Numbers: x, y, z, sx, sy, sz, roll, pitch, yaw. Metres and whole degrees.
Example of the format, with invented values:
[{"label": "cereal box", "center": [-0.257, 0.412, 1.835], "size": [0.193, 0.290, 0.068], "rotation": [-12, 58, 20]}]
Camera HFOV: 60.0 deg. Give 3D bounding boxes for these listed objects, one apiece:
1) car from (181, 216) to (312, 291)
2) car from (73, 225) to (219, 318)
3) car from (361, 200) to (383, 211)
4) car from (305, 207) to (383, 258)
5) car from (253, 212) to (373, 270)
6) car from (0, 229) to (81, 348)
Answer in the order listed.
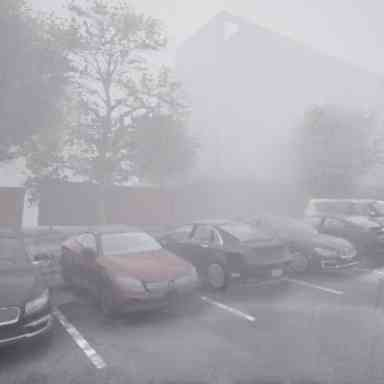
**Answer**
[{"label": "car", "center": [0.481, 1.518, 9.303], "size": [2.231, 1.521, 4.892], "rotation": [1, 0, -36]}, {"label": "car", "center": [-1.698, 1.539, 7.760], "size": [2.002, 1.452, 4.674], "rotation": [0, 0, -35]}, {"label": "car", "center": [11.831, 1.489, 17.446], "size": [2.185, 1.767, 4.553], "rotation": [0, 0, -36]}, {"label": "car", "center": [5.130, 1.557, 12.620], "size": [2.097, 1.535, 5.008], "rotation": [0, 0, -35]}, {"label": "car", "center": [2.849, 1.539, 11.008], "size": [2.231, 1.521, 4.892], "rotation": [0, 0, -35]}, {"label": "car", "center": [-3.972, 1.480, 6.143], "size": [2.231, 1.521, 4.892], "rotation": [1, 0, -35]}]
